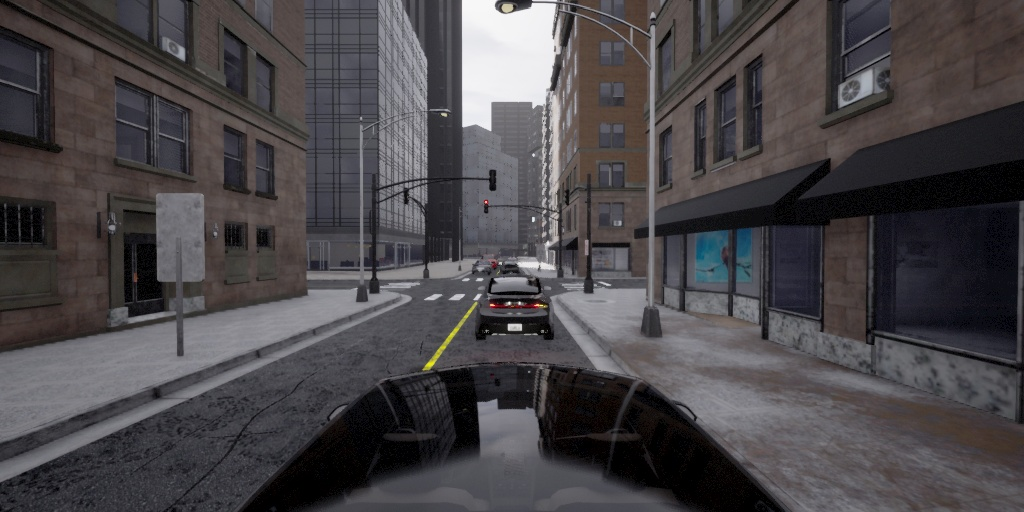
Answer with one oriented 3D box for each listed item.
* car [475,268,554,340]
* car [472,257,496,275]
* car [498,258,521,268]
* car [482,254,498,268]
[{"bbox_3d":[0.073,1.252,9.961,1.837,1.490,4.892,0,0,0],"label":"car"},{"bbox_3d":[-3.124,1.164,37.952,2.128,1.511,4.902,0,0,0],"label":"car"},{"bbox_3d":[-0.159,1.202,33.976,1.837,1.490,4.892,-2,0,-1],"label":"car"},{"bbox_3d":[-3.138,0.810,48.256,2.150,2.045,5.566,0,1,0],"label":"car"}]
